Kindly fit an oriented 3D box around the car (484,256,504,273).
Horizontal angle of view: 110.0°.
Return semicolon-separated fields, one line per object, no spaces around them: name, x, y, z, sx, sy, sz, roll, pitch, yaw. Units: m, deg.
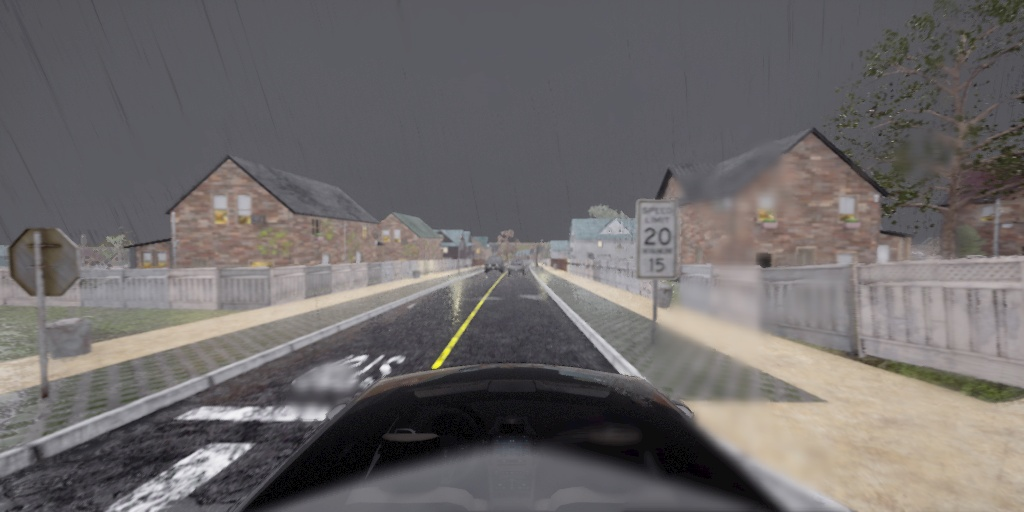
car;-2.129;1.031;44.781;2.150;2.045;5.566;0;0;2

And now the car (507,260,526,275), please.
car;0.509;1.292;40.559;2.128;1.511;4.902;0;0;2
